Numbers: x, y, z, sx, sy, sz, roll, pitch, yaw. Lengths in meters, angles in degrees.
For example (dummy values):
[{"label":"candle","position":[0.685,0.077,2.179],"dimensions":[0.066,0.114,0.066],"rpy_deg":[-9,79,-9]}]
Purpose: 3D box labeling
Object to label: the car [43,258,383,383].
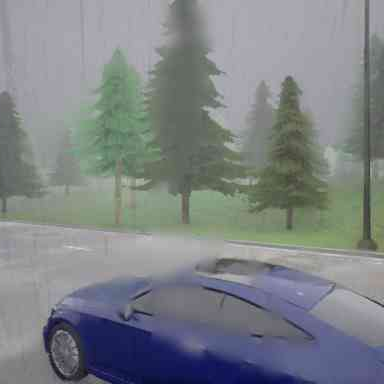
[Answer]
[{"label":"car","position":[0.280,1.526,3.796],"dimensions":[4.674,1.442,1.812],"rpy_deg":[0,0,34]}]
